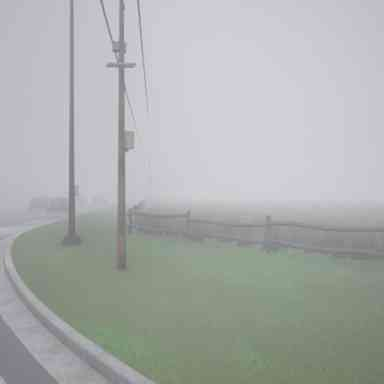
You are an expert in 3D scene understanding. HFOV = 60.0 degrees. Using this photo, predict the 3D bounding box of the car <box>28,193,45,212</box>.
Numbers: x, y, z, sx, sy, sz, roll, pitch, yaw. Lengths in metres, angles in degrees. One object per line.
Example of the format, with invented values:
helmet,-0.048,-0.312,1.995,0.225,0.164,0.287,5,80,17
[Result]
car,-17.606,1.341,39.437,2.097,1.767,4.553,0,0,-6

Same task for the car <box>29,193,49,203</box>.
car,-31.385,1.206,68.332,2.150,2.045,5.566,0,0,-6

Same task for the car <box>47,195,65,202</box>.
car,-27.892,1.354,68.506,2.033,1.411,5.357,0,0,-6

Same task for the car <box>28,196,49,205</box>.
car,-26.771,1.462,58.146,1.882,1.535,5.008,0,0,-6

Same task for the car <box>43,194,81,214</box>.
car,-13.619,1.343,35.132,2.097,1.767,4.553,0,0,-6

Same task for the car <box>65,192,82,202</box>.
car,-24.415,1.040,68.912,2.150,2.045,5.566,0,0,-6

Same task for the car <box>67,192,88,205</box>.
car,-19.542,1.208,57.329,2.150,2.045,5.566,0,0,-6

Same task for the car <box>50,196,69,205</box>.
car,-23.292,1.489,58.522,1.837,1.490,4.892,0,0,-6

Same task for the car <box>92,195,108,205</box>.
car,-16.148,1.338,58.514,2.097,1.767,4.553,0,0,-6
